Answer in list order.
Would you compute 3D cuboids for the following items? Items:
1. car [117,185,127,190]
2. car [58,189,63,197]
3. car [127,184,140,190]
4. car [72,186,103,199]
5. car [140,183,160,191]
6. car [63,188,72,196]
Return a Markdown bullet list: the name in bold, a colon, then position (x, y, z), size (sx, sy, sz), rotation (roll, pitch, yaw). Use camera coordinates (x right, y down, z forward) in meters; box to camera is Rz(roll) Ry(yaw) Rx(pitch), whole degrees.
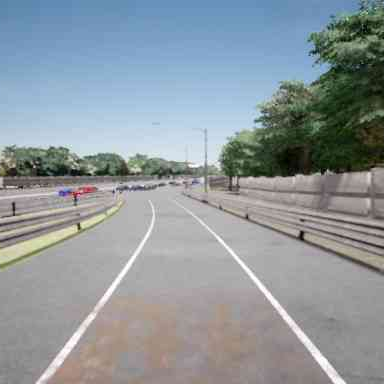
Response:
- **car**: position (-17.081, -1.156, 82.991), size (1.994, 1.385, 4.181), rotation (0, 3, 13)
- **car**: position (-22.242, -0.031, 60.635), size (1.882, 1.535, 5.008), rotation (0, 3, 13)
- **car**: position (-13.674, -1.163, 82.188), size (1.812, 1.442, 4.674), rotation (0, 3, 13)
- **car**: position (-16.560, 0.013, 54.123), size (2.150, 2.045, 5.566), rotation (0, 3, 13)
- **car**: position (-10.274, -1.310, 81.354), size (2.097, 1.767, 4.553), rotation (0, 3, 13)
- **car**: position (-19.404, 0.123, 57.369), size (1.882, 1.535, 5.008), rotation (0, 3, 13)
